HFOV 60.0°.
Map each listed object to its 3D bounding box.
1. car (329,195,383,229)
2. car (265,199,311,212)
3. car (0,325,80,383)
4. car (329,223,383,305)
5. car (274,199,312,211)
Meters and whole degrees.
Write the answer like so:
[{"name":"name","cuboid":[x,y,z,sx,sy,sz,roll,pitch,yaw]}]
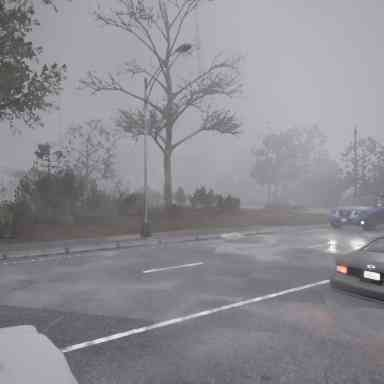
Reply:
[{"name":"car","cuboid":[10.614,1.220,20.270,5.566,2.045,2.150,0,0,-39]},{"name":"car","cuboid":[10.933,1.556,39.353,2.033,1.411,5.357,0,0,-28]},{"name":"car","cuboid":[-2.942,1.601,1.609,4.718,1.301,1.895,0,0,-36]},{"name":"car","cuboid":[5.302,1.547,7.402,5.357,1.411,2.033,0,0,-34]},{"name":"car","cuboid":[12.978,1.615,42.902,1.895,1.301,4.718,0,0,-28]}]
